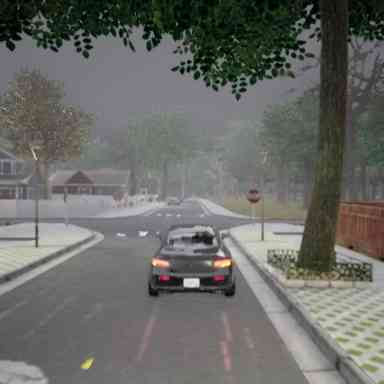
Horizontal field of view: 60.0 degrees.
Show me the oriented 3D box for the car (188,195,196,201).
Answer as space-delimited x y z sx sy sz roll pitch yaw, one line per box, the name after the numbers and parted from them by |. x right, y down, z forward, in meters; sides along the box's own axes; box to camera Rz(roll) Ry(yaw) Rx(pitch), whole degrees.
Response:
-0.031 1.395 78.706 1.994 1.385 4.181 0 0 0 | car

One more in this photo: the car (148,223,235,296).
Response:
-0.003 1.507 8.450 1.812 1.442 4.674 0 0 0 | car

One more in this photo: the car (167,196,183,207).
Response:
-2.856 1.476 51.677 1.812 1.442 4.674 0 0 0 | car

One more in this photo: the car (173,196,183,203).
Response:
-2.795 1.544 67.361 1.994 1.385 4.181 0 0 0 | car

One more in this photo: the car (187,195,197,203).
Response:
0.026 1.587 68.635 1.895 1.301 4.718 0 0 0 | car
